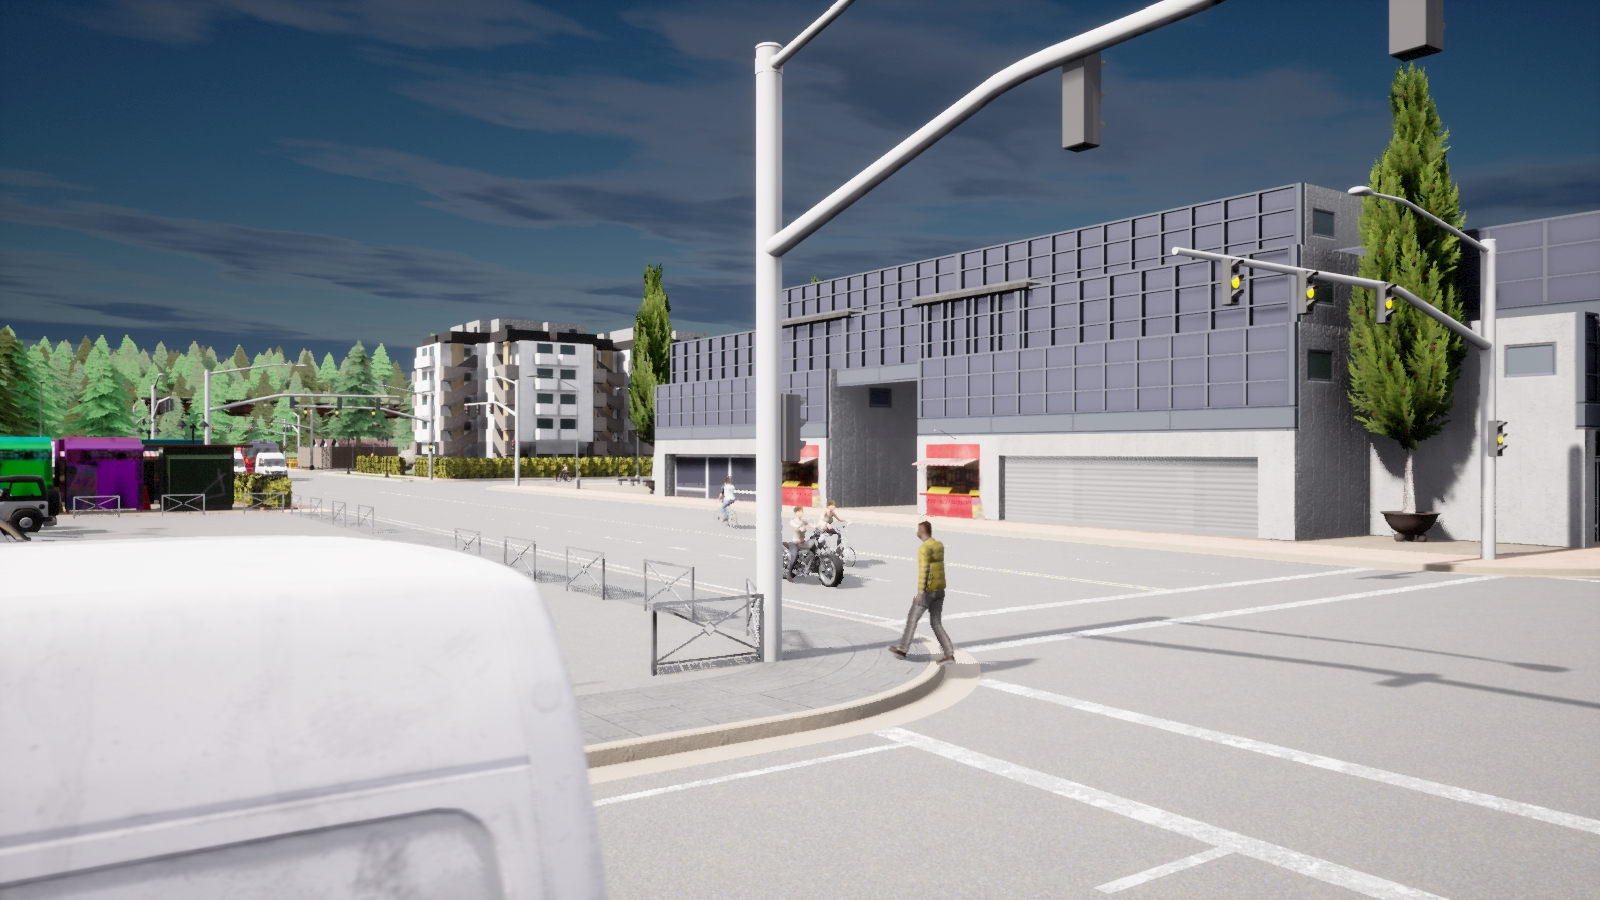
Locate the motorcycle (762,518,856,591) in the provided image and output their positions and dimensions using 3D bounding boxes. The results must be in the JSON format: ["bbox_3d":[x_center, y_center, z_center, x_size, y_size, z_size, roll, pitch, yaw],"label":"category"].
[{"bbox_3d":[0.165,2.155,23.900,0.764,1.307,2.356,0,0,-34],"label":"motorcycle"}]

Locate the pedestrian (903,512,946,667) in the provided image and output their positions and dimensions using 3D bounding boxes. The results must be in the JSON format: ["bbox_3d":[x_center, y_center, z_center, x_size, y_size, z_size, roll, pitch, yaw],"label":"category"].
[{"bbox_3d":[1.537,1.708,14.134,0.375,1.860,0.375,0,0,43],"label":"pedestrian"}]

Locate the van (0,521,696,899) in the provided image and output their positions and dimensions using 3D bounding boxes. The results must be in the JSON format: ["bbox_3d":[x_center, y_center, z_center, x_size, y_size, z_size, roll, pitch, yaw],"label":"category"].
[{"bbox_3d":[-3.216,1.534,1.571,5.915,2.561,1.988,0,0,-35],"label":"van"}]
